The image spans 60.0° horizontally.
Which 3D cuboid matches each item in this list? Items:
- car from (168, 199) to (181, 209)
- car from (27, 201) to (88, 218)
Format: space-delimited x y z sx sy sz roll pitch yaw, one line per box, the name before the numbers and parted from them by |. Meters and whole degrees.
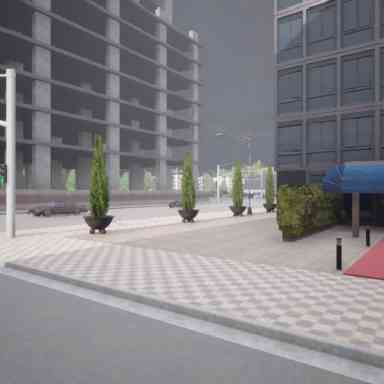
car | -1.417 1.564 45.894 1.994 1.385 4.181 0 0 36
car | -12.334 1.547 30.894 2.033 1.411 5.357 0 0 36
